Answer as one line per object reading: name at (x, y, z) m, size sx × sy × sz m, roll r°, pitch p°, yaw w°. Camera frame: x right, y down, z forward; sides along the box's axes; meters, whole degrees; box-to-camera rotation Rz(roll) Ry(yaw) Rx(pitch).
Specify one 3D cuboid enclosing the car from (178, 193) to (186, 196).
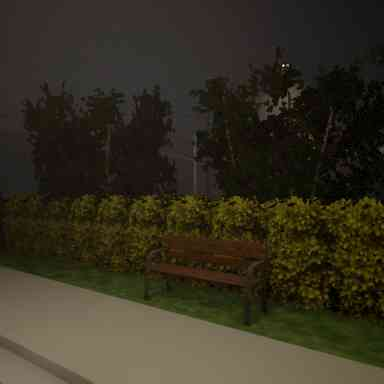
car at (-2.659, 1.017, 58.019) m, size 1.837 × 1.490 × 4.892 m, roll 0°, pitch 2°, yaw 35°
